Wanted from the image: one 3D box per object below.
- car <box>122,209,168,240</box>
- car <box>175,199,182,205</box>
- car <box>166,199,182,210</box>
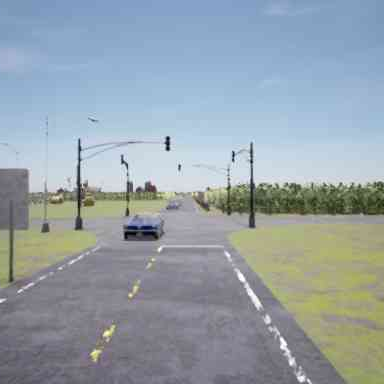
[{"bbox_3d":[-2.634,1.864,18.971,1.895,1.301,4.718,0,-1,0],"label":"car"},{"bbox_3d":[-3.607,2.613,90.525,1.837,1.490,4.892,0,-1,-1],"label":"car"},{"bbox_3d":[-3.285,2.059,56.227,2.097,1.767,4.553,0,-1,-1],"label":"car"}]
